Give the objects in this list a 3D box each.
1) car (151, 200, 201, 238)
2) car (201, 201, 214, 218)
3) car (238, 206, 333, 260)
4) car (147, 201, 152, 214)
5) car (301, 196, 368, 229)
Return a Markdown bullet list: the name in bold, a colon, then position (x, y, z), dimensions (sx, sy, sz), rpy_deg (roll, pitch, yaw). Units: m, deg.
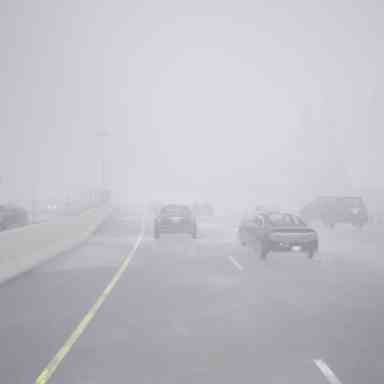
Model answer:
- **car**: position (-0.977, 1.395, 18.085), dimensions (2.097, 1.767, 4.553), rpy_deg (0, 0, -5)
- **car**: position (0.746, 1.561, 31.162), dimensions (2.128, 1.511, 4.902), rpy_deg (0, 0, -10)
- **car**: position (3.031, 1.513, 12.561), dimensions (2.128, 1.511, 4.902), rpy_deg (0, 0, -4)
- **car**: position (-3.898, 1.640, 37.057), dimensions (2.033, 1.411, 5.357), rpy_deg (0, 0, -12)
- **car**: position (9.174, 1.251, 21.986), dimensions (2.150, 2.045, 5.566), rpy_deg (0, 0, -7)
